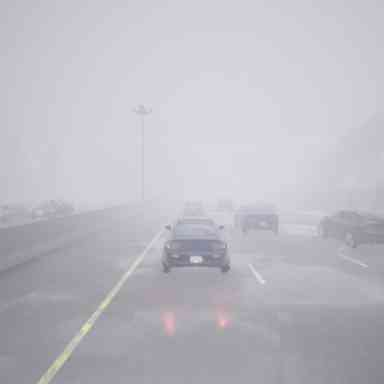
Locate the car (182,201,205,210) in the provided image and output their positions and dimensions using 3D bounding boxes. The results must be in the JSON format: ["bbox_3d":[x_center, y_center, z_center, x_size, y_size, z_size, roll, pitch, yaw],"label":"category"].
[{"bbox_3d":[0.128,1.512,28.921,2.033,1.411,5.357,0,0,0],"label":"car"}]

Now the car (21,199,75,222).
[{"bbox_3d":[-10.476,1.296,25.251,2.128,1.511,4.902,0,0,0],"label":"car"}]

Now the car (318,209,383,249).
[{"bbox_3d":[7.114,1.490,14.476,1.837,1.490,4.892,0,0,0],"label":"car"}]

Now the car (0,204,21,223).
[{"bbox_3d":[-13.976,1.619,25.225,1.895,1.301,4.718,0,0,0],"label":"car"}]

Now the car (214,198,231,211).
[{"bbox_3d":[3.636,1.459,37.885,1.837,1.490,4.892,0,0,0],"label":"car"}]

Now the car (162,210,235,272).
[{"bbox_3d":[0.096,1.513,10.627,1.812,1.442,4.674,0,0,0],"label":"car"}]

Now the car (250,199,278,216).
[{"bbox_3d":[7.132,1.488,33.534,1.812,1.442,4.674,0,0,0],"label":"car"}]

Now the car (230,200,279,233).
[{"bbox_3d":[3.619,1.455,19.353,1.882,1.535,5.008,0,0,0],"label":"car"}]
